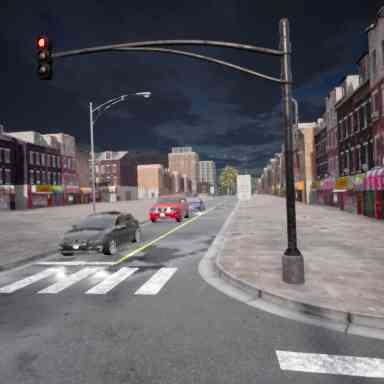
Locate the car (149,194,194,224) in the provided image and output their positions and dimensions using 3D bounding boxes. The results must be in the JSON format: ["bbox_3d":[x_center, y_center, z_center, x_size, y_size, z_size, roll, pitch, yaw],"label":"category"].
[{"bbox_3d":[-1.604,1.216,25.601,2.150,2.045,5.566,-2,0,9],"label":"car"}]

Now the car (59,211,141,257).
[{"bbox_3d":[-3.539,1.600,13.629,1.837,1.490,4.892,-2,0,9],"label":"car"}]

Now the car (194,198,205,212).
[{"bbox_3d":[0.301,1.414,37.153,1.812,1.442,4.674,-2,0,9],"label":"car"}]
